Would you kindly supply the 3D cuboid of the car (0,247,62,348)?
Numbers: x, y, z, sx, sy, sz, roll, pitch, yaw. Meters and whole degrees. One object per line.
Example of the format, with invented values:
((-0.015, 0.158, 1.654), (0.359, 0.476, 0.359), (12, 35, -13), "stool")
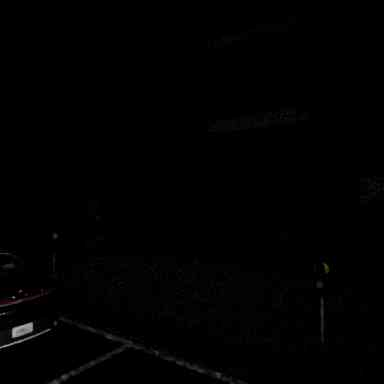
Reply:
((-4.013, 1.612, 5.673), (4.403, 1.369, 2.008), (-1, 0, 36), "car")
